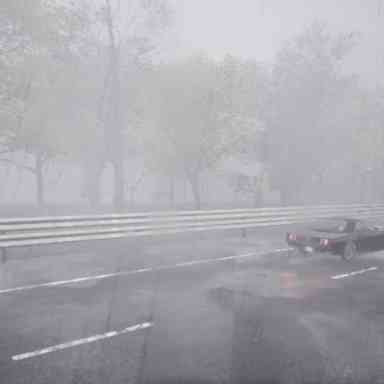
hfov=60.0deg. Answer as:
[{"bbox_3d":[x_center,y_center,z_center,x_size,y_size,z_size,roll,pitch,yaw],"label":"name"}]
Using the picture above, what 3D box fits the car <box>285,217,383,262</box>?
[{"bbox_3d":[5.653,1.571,12.041,4.718,1.301,1.895,0,0,-34],"label":"car"}]
